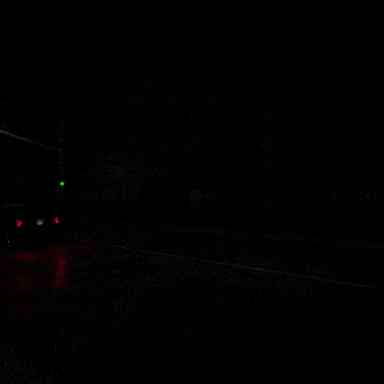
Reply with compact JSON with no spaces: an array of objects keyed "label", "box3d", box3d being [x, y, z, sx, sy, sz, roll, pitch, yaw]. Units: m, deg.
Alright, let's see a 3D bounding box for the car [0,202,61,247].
[{"label":"car","box3d":[-7.903,1.293,14.955,4.553,1.767,2.097,0,0,38]}]
